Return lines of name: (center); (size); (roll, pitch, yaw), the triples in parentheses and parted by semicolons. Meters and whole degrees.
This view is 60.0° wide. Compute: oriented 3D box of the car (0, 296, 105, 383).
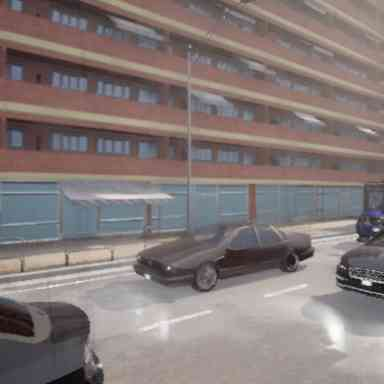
car: (-2.987, 1.510, 1.854); (4.892, 1.490, 1.837); (0, 0, -36)

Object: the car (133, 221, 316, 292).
car: (1.156, 1.544, 9.126); (5.357, 1.411, 2.033); (0, 0, -36)

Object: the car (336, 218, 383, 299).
car: (5.340, 1.496, 7.814); (4.892, 1.490, 1.837); (0, 0, -35)

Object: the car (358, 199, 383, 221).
car: (9.893, 1.204, 15.367); (5.566, 2.045, 2.150); (0, 0, -35)
